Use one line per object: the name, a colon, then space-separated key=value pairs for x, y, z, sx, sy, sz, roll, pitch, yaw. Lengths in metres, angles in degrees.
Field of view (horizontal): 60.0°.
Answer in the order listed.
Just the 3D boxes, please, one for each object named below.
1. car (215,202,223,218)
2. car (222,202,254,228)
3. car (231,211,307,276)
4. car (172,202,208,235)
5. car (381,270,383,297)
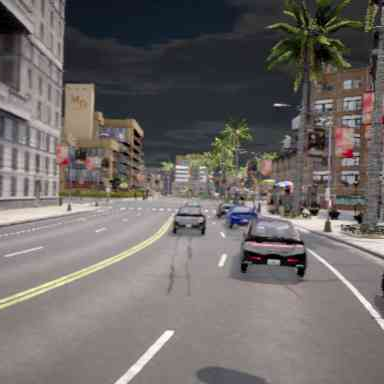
car: x=3.433 y=1.794 z=33.329 sx=1.837 sy=1.490 sz=4.892 roll=2 pitch=0 yaw=0
car: x=3.472 y=1.716 z=23.815 sx=1.882 sy=1.535 sz=5.008 roll=2 pitch=-1 yaw=1
car: x=2.578 y=1.632 z=11.022 sx=2.128 sy=1.511 sz=4.902 roll=2 pitch=0 yaw=11
car: x=-0.082 y=1.597 z=19.906 sx=2.128 sy=1.511 sz=4.902 roll=2 pitch=-1 yaw=2
car: x=4.619 y=1.675 z=5.368 sx=1.837 sy=1.490 sz=4.892 roll=2 pitch=0 yaw=15
